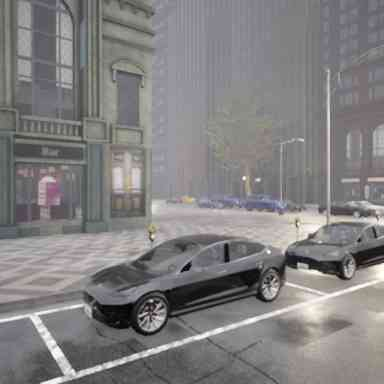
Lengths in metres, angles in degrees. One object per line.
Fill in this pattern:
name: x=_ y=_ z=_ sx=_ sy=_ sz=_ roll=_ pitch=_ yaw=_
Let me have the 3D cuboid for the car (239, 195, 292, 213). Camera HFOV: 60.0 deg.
car: x=8.644 y=1.377 z=39.672 sx=2.150 sy=2.045 sz=5.566 roll=0 pitch=0 yaw=-35

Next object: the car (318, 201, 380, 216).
car: x=14.474 y=1.605 z=31.502 sx=1.882 sy=1.535 sz=5.008 roll=0 pitch=0 yaw=-37

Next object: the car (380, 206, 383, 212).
car: x=17.120 y=1.644 z=33.394 sx=1.812 sy=1.442 sz=4.674 roll=0 pitch=0 yaw=-33

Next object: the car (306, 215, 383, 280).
car: x=4.671 y=1.584 z=9.965 sx=4.313 sy=1.339 sz=1.947 roll=0 pitch=0 yaw=-35

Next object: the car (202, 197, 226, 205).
car: x=4.113 y=1.666 z=63.007 sx=1.882 sy=1.535 sz=5.008 roll=0 pitch=0 yaw=-35

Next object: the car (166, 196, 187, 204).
car: x=-3.645 y=1.750 z=68.230 sx=1.812 sy=1.442 sz=4.674 roll=0 pitch=0 yaw=-36

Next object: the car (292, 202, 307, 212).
car: x=11.484 y=1.692 z=41.291 sx=2.033 sy=1.411 sz=5.357 roll=0 pitch=0 yaw=-35

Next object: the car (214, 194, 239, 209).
car: x=5.323 y=1.396 z=49.933 sx=2.150 sy=2.045 sz=5.566 roll=0 pitch=0 yaw=-35

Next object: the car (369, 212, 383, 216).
car: x=9.265 y=1.581 z=13.232 sx=4.403 sy=1.369 sz=2.008 roll=0 pitch=0 yaw=-35

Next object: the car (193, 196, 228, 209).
car: x=2.646 y=1.710 z=48.082 sx=1.812 sy=1.442 sz=4.674 roll=0 pitch=0 yaw=-35

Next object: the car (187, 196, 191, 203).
car: x=-1.244 y=1.544 z=70.458 sx=1.882 sy=1.535 sz=5.008 roll=0 pitch=0 yaw=-36

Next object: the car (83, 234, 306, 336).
car: x=0.078 y=1.573 z=6.699 sx=4.313 sy=1.339 sz=1.947 roll=0 pitch=0 yaw=-35

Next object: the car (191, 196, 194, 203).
car: x=2.461 y=1.670 z=59.742 sx=1.882 sy=1.535 sz=5.008 roll=0 pitch=0 yaw=-35
